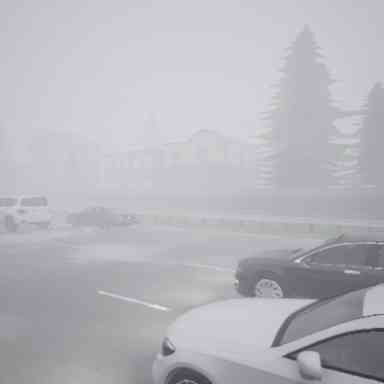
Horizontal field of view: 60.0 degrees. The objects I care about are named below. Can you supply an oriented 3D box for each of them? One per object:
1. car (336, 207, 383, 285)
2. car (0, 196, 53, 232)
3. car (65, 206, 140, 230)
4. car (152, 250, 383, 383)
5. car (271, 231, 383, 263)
[{"bbox_3d":[6.203,1.352,8.166,4.553,1.767,2.097,0,0,35],"label":"car"},{"bbox_3d":[-10.821,1.235,20.315,5.566,2.045,2.150,0,0,36],"label":"car"},{"bbox_3d":[-5.719,1.559,20.973,5.357,1.411,2.033,0,0,36],"label":"car"},{"bbox_3d":[1.791,1.526,2.715,4.674,1.442,1.812,0,0,36],"label":"car"},{"bbox_3d":[3.135,1.506,6.055,4.892,1.490,1.837,0,0,36],"label":"car"}]
